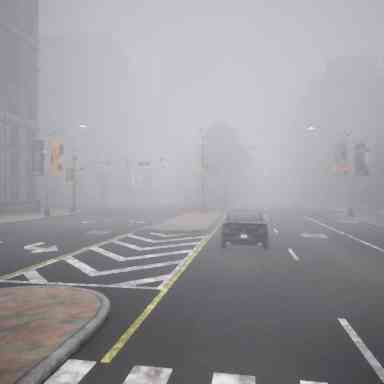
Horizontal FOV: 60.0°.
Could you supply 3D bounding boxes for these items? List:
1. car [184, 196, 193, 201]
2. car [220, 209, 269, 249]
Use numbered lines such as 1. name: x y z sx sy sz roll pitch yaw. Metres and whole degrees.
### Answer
1. car: -0.923 1.595 85.445 1.895 1.301 4.718 0 0 9
2. car: 2.346 1.478 14.780 1.882 1.535 5.008 0 0 10
